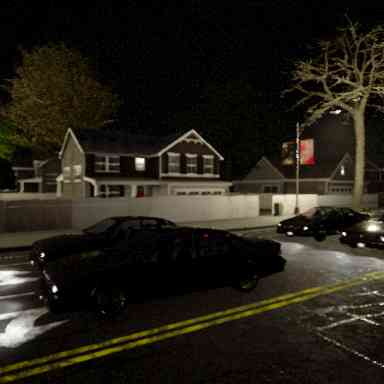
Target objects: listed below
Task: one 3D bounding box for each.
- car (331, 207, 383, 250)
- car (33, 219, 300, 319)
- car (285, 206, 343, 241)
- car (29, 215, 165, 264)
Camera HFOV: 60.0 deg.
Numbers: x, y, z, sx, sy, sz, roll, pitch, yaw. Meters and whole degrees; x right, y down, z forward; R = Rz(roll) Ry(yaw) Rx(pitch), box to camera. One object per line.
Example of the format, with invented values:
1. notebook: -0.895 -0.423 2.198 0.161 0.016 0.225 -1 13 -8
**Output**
1. car: 7.985 1.411 12.889 5.357 1.411 2.033 0 1 -34
2. car: -0.387 1.470 7.281 5.357 1.411 2.033 0 1 -30
3. car: 6.426 1.381 15.766 5.357 1.411 2.033 0 1 -34
4. car: -1.949 1.440 10.167 5.357 1.411 2.033 0 1 -33
